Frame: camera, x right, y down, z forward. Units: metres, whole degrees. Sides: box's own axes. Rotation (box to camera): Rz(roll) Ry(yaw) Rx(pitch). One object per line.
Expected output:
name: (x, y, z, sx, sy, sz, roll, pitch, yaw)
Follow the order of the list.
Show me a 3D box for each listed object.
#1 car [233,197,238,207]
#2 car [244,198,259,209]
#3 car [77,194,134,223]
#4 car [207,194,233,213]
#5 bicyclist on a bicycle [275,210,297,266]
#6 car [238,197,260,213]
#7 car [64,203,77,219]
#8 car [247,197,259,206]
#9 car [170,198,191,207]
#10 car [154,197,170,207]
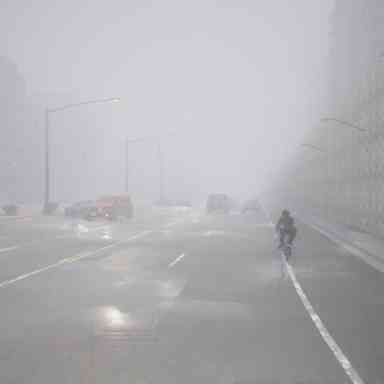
car: (4.967, 1.547, 47.209, 2.033, 1.411, 5.357, 0, 0, 11)
car: (8.475, 1.564, 46.901, 1.994, 1.385, 4.181, 0, 0, 11)
car: (-6.438, 1.221, 26.320, 2.150, 2.045, 5.566, 0, 0, 11)
car: (2.966, 1.221, 36.705, 2.150, 2.045, 5.566, 0, 0, 11)
bicyclist on a bicycle: (2.941, 1.397, 10.459, 0.582, 1.620, 1.656, 5, 1, -6)
car: (6.559, 1.547, 36.800, 2.033, 1.411, 5.357, 0, 0, 11)
car: (-9.374, 1.477, 29.493, 1.882, 1.535, 5.008, 0, 0, 11)
car: (10.432, 1.547, 56.717, 2.033, 1.411, 5.357, 0, 0, 11)
car: (-1.417, 1.564, 51.092, 1.994, 1.385, 4.181, 0, 0, 12)
car: (-4.521, 1.547, 53.341, 2.033, 1.411, 5.357, 0, 0, 11)
